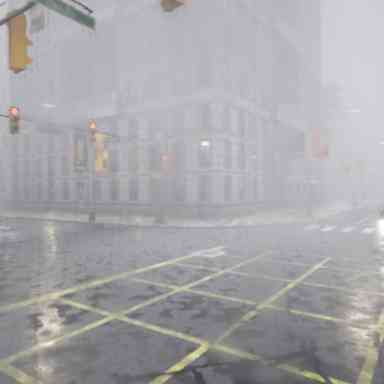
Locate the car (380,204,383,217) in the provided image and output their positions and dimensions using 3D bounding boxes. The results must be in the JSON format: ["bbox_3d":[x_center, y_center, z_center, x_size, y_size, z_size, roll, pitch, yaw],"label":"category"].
[{"bbox_3d":[16.675,1.343,27.353,1.895,1.301,4.718,0,0,35],"label":"car"}]
